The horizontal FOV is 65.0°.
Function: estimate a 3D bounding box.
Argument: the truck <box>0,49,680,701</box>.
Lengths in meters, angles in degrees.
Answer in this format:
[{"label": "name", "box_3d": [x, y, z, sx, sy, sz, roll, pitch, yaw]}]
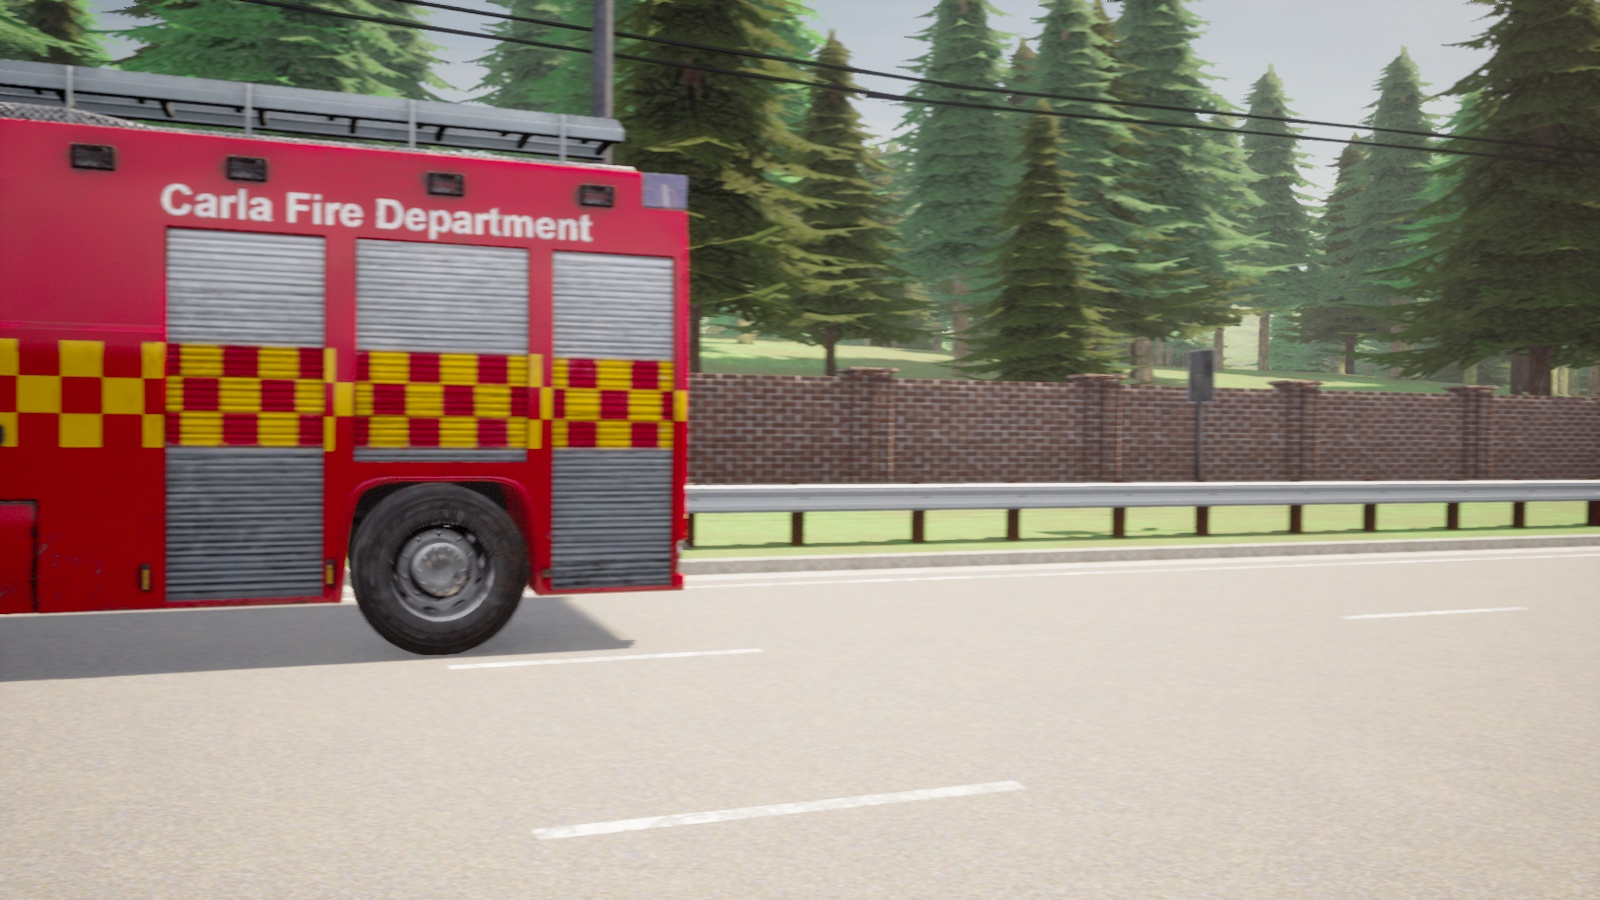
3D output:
[{"label": "truck", "box_3d": [-5.340, -0.450, 8.685, 8.468, 3.827, 2.891, -1, 1, -21]}]
